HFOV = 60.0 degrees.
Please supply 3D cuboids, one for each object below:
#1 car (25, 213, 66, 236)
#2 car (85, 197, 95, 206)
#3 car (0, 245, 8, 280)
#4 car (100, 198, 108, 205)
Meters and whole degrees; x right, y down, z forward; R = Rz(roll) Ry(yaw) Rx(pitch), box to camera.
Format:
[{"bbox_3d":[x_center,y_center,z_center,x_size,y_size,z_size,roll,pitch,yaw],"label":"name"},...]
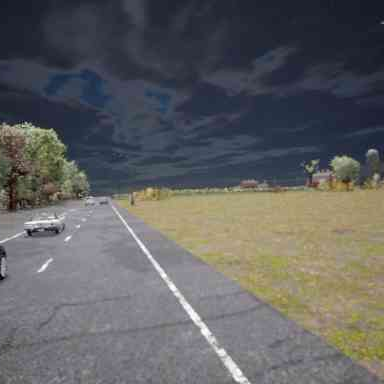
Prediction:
[{"bbox_3d":[-9.660,2.044,22.217,1.895,1.301,4.718,-3,0,-15],"label":"car"},{"bbox_3d":[-25.831,2.305,83.916,2.150,2.045,5.566,-3,0,-15],"label":"car"},{"bbox_3d":[-5.881,1.762,7.755,1.882,1.535,5.008,-3,0,-15],"label":"car"},{"bbox_3d":[-22.523,2.459,85.145,1.994,1.385,4.181,-3,0,-15],"label":"car"}]
